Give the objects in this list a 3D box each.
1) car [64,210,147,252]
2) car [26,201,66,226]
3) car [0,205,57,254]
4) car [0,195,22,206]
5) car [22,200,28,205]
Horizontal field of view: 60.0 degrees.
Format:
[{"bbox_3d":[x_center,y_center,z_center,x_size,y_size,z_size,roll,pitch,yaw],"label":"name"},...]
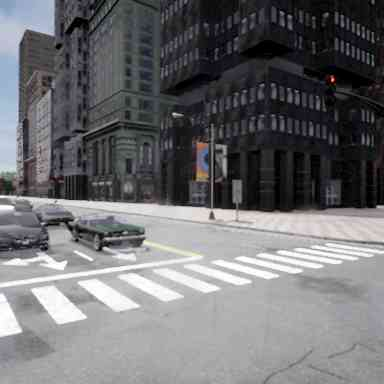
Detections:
[{"bbox_3d":[-3.783,1.625,14.365,1.895,1.301,4.718,0,0,-35],"label":"car"},{"bbox_3d":[-9.364,1.567,22.235,2.033,1.411,5.357,0,0,-35],"label":"car"},{"bbox_3d":[-7.163,1.514,13.511,1.837,1.490,4.892,0,0,-35],"label":"car"},{"bbox_3d":[-12.827,1.227,21.481,2.150,2.045,5.566,0,0,-36],"label":"car"},{"bbox_3d":[-16.866,1.525,32.844,1.837,1.490,4.892,0,0,-35],"label":"car"}]
